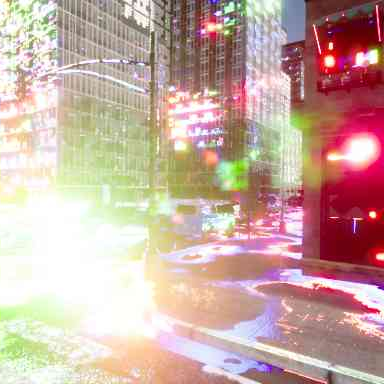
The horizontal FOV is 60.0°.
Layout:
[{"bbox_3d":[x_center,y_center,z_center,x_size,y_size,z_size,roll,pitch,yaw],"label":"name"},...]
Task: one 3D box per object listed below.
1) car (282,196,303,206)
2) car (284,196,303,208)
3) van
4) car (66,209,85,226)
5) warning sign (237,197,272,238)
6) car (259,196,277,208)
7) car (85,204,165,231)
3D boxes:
[{"bbox_3d":[16.160,1.364,53.365,1.752,1.417,4.829,1,1,35],"label":"car"},{"bbox_3d":[15.288,1.363,47.487,1.882,1.535,5.008,1,0,36],"label":"car"},{"bbox_3d":[0.763,1.368,17.034,1.690,1.788,3.998,1,1,35],"label":"van"},{"bbox_3d":[-6.084,1.467,21.871,1.947,1.339,4.313,1,1,35],"label":"car"},{"bbox_3d":[3.048,1.177,16.147,1.300,1.860,1.060,1,1,35],"label":"warning sign"},{"bbox_3d":[9.875,1.293,44.465,1.967,1.590,4.097,1,1,35],"label":"car"},{"bbox_3d":[-3.867,1.540,20.522,1.895,1.301,4.718,1,1,35],"label":"car"}]
